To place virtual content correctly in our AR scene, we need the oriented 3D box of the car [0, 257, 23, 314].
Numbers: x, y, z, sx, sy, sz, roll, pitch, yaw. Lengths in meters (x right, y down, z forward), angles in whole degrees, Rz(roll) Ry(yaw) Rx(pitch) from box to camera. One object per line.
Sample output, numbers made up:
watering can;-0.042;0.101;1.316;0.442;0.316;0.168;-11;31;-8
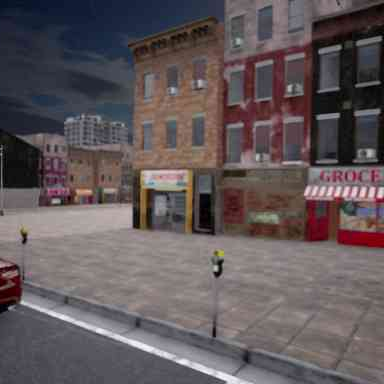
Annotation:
car;-5.054;1.557;6.389;4.507;1.381;1.887;0;2;36
